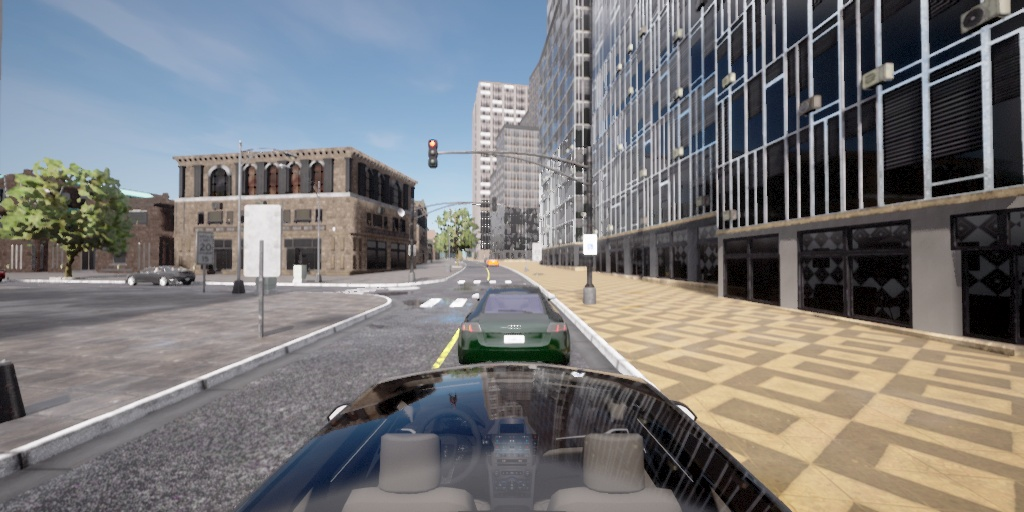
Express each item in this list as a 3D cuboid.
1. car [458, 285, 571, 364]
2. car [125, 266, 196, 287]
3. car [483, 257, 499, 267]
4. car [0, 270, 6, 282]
[{"bbox_3d":[0.039,1.310,7.799,1.994,1.385,4.181,0,0,0],"label":"car"},{"bbox_3d":[-24.214,1.358,24.711,4.403,1.370,2.007,0,0,9],"label":"car"},{"bbox_3d":[-3.560,1.040,64.696,2.097,1.767,4.553,0,0,-7],"label":"car"},{"bbox_3d":[-41.453,1.357,27.466,4.507,1.381,1.888,0,0,9],"label":"car"}]
